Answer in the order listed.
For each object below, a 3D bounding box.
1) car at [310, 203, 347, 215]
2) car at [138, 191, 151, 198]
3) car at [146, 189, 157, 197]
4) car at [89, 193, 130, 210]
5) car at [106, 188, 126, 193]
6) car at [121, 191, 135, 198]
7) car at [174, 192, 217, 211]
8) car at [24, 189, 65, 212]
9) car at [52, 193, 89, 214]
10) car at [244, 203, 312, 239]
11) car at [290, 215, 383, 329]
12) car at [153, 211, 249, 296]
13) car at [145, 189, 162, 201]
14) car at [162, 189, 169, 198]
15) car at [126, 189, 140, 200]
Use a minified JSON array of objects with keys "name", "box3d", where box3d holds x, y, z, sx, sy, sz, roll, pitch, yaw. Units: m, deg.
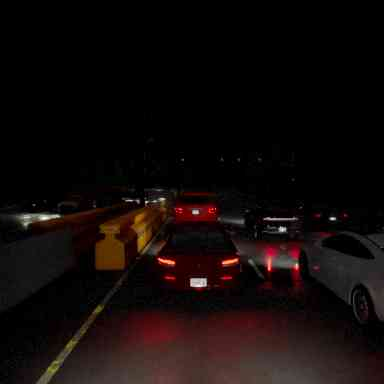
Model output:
[{"name":"car","box3d":[7.208,1.306,18.990,1.994,1.385,4.181,0,1,0]},{"name":"car","box3d":[-9.991,0.519,70.421,1.994,1.385,4.181,0,1,0]},{"name":"car","box3d":[-9.905,0.154,81.472,2.097,1.767,4.553,0,1,0]},{"name":"car","box3d":[-6.920,1.106,28.367,1.837,1.490,4.892,0,1,0]},{"name":"car","box3d":[-13.668,0.375,58.058,2.150,2.045,5.566,0,1,1]},{"name":"car","box3d":[-13.491,0.505,70.502,2.033,1.411,5.357,0,1,0]},{"name":"car","box3d":[0.194,0.981,17.887,2.150,2.045,5.566,0,1,0]},{"name":"car","box3d":[-13.892,0.767,32.043,2.150,2.045,5.566,0,1,0]},{"name":"car","box3d":[-10.408,1.055,29.936,1.882,1.535,5.008,0,1,0]},{"name":"car","box3d":[3.685,1.281,15.904,2.128,1.511,4.902,0,1,0]},{"name":"car","box3d":[3.625,1.455,6.656,1.812,1.442,4.674,0,1,0]},{"name":"car","box3d":[0.136,1.430,8.290,1.812,1.442,4.674,0,1,0]},{"name":"car","box3d":[-6.679,0.703,56.419,1.812,1.442,4.674,0,1,1]},{"name":"car","box3d":[-6.502,0.481,69.003,2.128,1.511,4.902,0,1,0]},{"name":"car","box3d":[-10.138,0.682,60.345,1.994,1.385,4.181,0,1,1]}]
